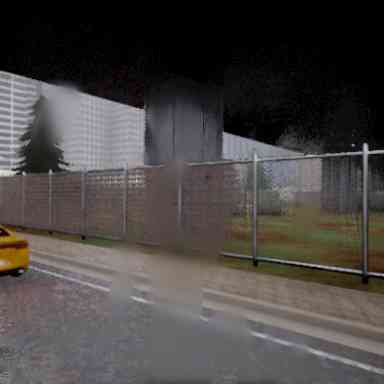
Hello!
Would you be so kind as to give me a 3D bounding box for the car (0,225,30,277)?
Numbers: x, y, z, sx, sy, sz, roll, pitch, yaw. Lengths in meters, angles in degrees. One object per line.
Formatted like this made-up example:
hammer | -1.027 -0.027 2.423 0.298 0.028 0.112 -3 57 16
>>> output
car | -6.426 1.505 9.256 5.008 1.535 1.882 0 0 38
